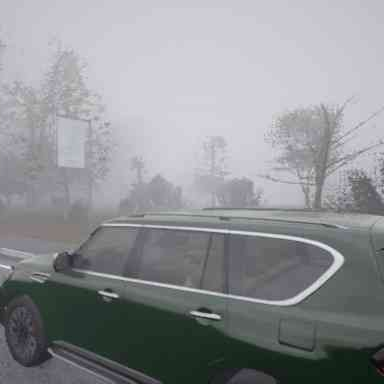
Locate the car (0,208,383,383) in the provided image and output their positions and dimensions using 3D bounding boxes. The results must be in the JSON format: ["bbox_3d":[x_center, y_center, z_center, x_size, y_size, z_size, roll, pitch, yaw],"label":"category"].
[{"bbox_3d":[-0.139,1.222,4.090,5.566,2.045,2.150,0,0,36],"label":"car"}]
